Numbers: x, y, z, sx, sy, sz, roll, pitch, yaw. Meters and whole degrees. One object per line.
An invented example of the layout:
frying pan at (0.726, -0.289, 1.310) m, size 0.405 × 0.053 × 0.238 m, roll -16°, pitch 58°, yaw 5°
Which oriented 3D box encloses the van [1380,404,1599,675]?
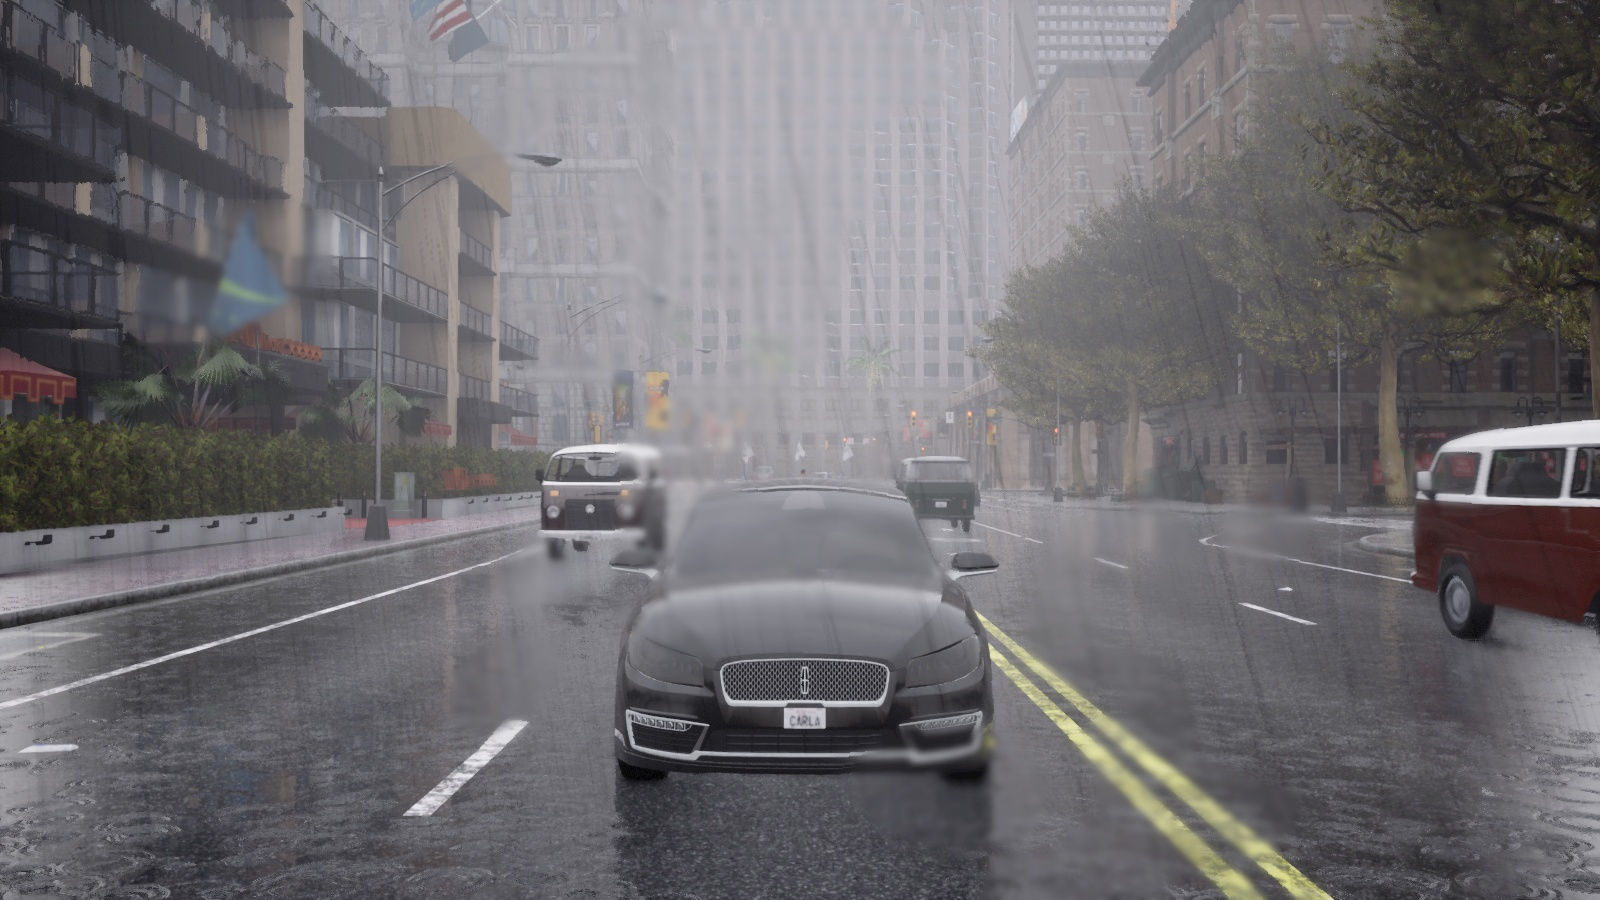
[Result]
van at (7.038, 0.690, 10.761) m, size 2.069 × 2.038 × 4.480 m, roll 0°, pitch -1°, yaw 0°

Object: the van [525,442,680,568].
van at (-3.431, 0.931, 22.667) m, size 2.069 × 2.038 × 4.480 m, roll 0°, pitch -1°, yaw 0°

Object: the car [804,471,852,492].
car at (2.120, 2.329, 92.972) m, size 1.970 × 1.475 × 3.806 m, roll -1°, pitch -1°, yaw 29°

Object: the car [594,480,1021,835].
car at (0.035, 0.951, 7.865) m, size 1.837 × 1.490 × 4.892 m, roll 0°, pitch -1°, yaw 0°

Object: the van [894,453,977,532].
van at (3.596, 1.123, 34.022) m, size 1.775 × 1.987 × 4.442 m, roll 0°, pitch -1°, yaw 0°
